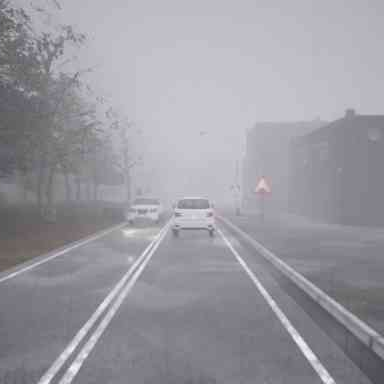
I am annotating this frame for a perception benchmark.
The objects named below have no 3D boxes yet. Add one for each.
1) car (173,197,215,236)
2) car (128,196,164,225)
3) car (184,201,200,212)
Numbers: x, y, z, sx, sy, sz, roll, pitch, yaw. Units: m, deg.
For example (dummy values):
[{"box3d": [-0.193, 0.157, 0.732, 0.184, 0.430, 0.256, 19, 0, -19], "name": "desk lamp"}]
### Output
[{"box3d": [0.078, 1.286, 18.863, 2.150, 2.045, 5.566, 0, 0, 0], "name": "car"}, {"box3d": [-3.386, 1.347, 25.405, 2.150, 2.045, 5.566, 0, -1, 0], "name": "car"}, {"box3d": [0.002, 1.803, 42.765, 1.895, 1.301, 4.718, 0, 0, 0], "name": "car"}]
